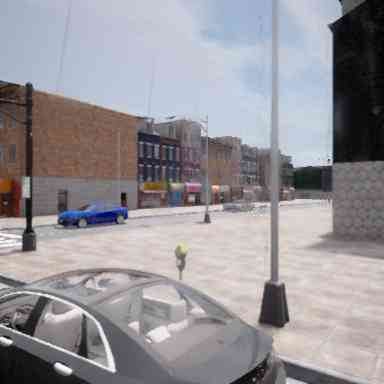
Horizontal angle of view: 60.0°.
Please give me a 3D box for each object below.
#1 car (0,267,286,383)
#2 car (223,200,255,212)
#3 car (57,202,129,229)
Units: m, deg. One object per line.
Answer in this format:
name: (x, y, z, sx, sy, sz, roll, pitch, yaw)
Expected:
car: (-1.229, 1.551, 3.684, 4.403, 1.369, 2.008, 0, 0, 35)
car: (5.504, 1.607, 38.856, 1.895, 1.301, 4.718, 0, 0, 36)
car: (-6.497, 1.488, 22.212, 1.882, 1.535, 5.008, 0, 1, 36)
